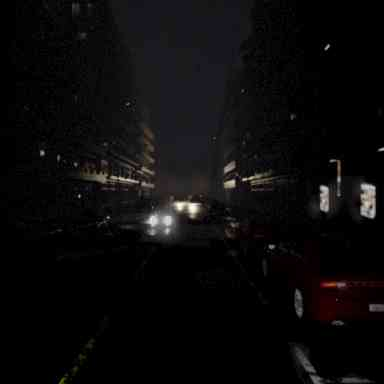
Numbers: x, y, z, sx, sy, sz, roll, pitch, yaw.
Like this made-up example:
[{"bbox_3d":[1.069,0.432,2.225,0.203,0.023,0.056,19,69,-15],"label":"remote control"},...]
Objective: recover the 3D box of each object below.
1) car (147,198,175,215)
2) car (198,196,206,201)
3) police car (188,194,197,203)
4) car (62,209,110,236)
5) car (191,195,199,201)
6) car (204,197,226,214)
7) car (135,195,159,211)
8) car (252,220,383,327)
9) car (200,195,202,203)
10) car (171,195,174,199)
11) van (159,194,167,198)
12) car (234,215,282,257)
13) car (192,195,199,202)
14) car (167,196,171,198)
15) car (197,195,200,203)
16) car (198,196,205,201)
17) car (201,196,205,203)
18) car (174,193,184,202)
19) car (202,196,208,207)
[{"bbox_3d":[-3.129,1.631,34.635,1.895,1.301,4.718,0,0,0],"label":"car"},{"bbox_3d":[2.610,1.687,86.328,1.887,1.381,4.507,0,0,0],"label":"car"},{"bbox_3d":[0.736,1.519,71.057,1.930,1.638,5.238,0,0,-2],"label":"police car"},{"bbox_3d":[-5.707,1.596,18.398,1.802,1.307,4.206,0,0,0],"label":"car"},{"bbox_3d":[0.665,1.624,86.931,1.882,1.535,5.008,0,0,-3],"label":"car"},{"bbox_3d":[2.658,1.582,35.373,2.008,1.369,4.403,0,0,0],"label":"car"},{"bbox_3d":[-5.728,1.351,41.049,2.192,1.841,5.009,0,0,0],"label":"car"},{"bbox_3d":[2.684,1.549,7.061,1.887,1.381,4.507,0,0,0],"label":"car"},{"bbox_3d":[2.642,1.490,52.358,1.967,1.590,4.097,0,0,0],"label":"car"},{"bbox_3d":[-5.761,1.651,75.019,1.887,1.381,4.507,0,0,0],"label":"car"},{"bbox_3d":[-5.744,1.399,58.036,1.690,1.788,3.998,0,0,0],"label":"van"},{"bbox_3d":[2.678,1.554,12.723,1.887,1.381,4.507,0,0,0],"label":"car"},{"bbox_3d":[0.826,1.581,81.157,1.801,1.575,5.366,0,0,0],"label":"car"},{"bbox_3d":[-5.750,1.387,63.696,2.192,1.841,5.009,0,0,0],"label":"car"},{"bbox_3d":[2.625,1.528,69.341,1.967,1.590,4.097,0,0,0],"label":"car"},{"bbox_3d":[2.604,1.705,91.994,1.887,1.381,4.507,0,0,0],"label":"car"},{"bbox_3d":[2.647,1.587,46.698,1.887,1.381,4.507,0,0,0],"label":"car"},{"bbox_3d":[-3.070,1.216,76.831,2.150,2.045,5.566,0,0,0],"label":"car"},{"bbox_3d":[2.653,1.587,41.035,2.008,1.369,4.403,0,0,0],"label":"car"}]
